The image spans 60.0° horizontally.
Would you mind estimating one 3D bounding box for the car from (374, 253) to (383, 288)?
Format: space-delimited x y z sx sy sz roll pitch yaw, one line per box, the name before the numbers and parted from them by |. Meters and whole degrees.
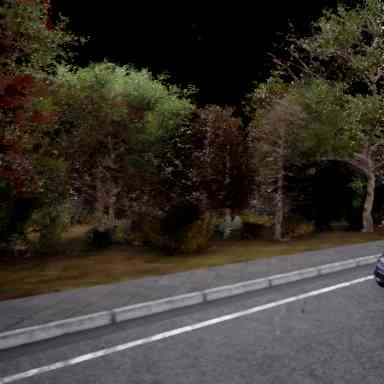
car | 6.362 1.573 8.165 4.674 1.442 1.812 1 0 -35
